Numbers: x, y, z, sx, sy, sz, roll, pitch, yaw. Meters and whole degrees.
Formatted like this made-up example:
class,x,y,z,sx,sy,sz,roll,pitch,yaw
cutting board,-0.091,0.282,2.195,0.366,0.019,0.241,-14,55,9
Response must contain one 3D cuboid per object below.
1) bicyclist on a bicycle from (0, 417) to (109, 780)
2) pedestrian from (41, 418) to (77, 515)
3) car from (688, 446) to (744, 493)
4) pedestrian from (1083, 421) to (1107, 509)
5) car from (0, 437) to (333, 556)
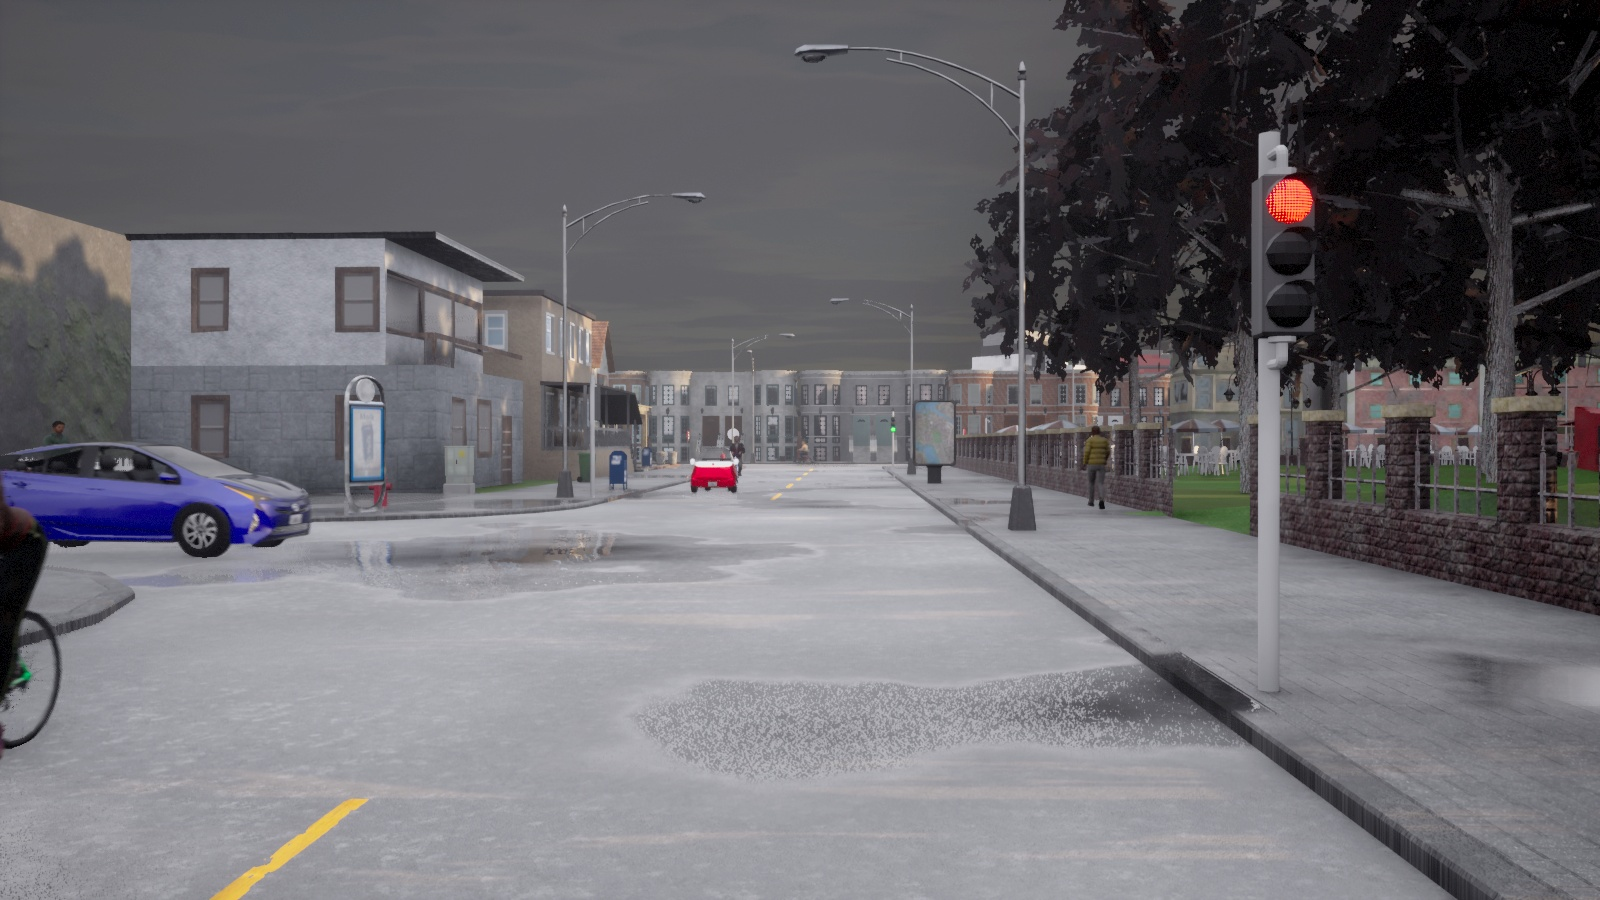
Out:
class,x,y,z,sx,sy,sz,roll,pitch,yaw
bicyclist on a bicycle,-3.866,0.664,5.634,0.582,1.620,1.656,0,1,1
pedestrian,-14.293,0.308,24.213,0.614,1.847,0.353,0,0,32
car,-2.562,0.582,38.474,1.481,1.376,2.207,0,0,2
pedestrian,6.280,0.310,26.745,0.370,1.835,0.726,0,0,2
car,-9.040,0.589,17.209,4.514,1.525,2.007,0,0,3
